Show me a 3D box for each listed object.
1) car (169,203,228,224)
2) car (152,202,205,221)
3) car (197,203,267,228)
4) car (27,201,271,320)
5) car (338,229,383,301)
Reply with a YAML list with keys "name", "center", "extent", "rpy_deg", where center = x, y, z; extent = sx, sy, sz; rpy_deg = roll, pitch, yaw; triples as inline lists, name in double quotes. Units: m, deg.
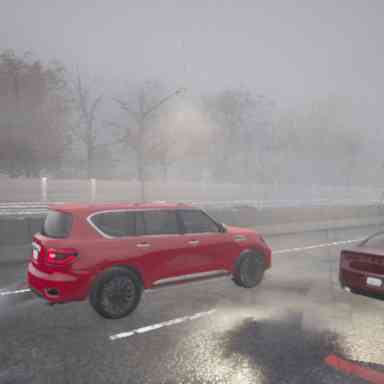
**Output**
- name: "car"
  center: [0.556, 1.628, 25.884]
  extent: [4.181, 1.385, 1.994]
  rpy_deg: [0, 0, -35]
- name: "car"
  center: [-1.150, 1.629, 28.967]
  extent: [4.181, 1.385, 1.994]
  rpy_deg: [0, 0, -35]
- name: "car"
  center: [2.844, 1.570, 23.218]
  extent: [4.892, 1.490, 1.837]
  rpy_deg: [0, 0, -35]
- name: "car"
  center: [-0.652, 1.237, 7.582]
  extent: [5.566, 2.045, 2.150]
  rpy_deg: [0, 0, -36]
- name: "car"
  center: [5.376, 1.514, 7.581]
  extent: [5.008, 1.535, 1.882]
  rpy_deg: [0, 0, -36]
